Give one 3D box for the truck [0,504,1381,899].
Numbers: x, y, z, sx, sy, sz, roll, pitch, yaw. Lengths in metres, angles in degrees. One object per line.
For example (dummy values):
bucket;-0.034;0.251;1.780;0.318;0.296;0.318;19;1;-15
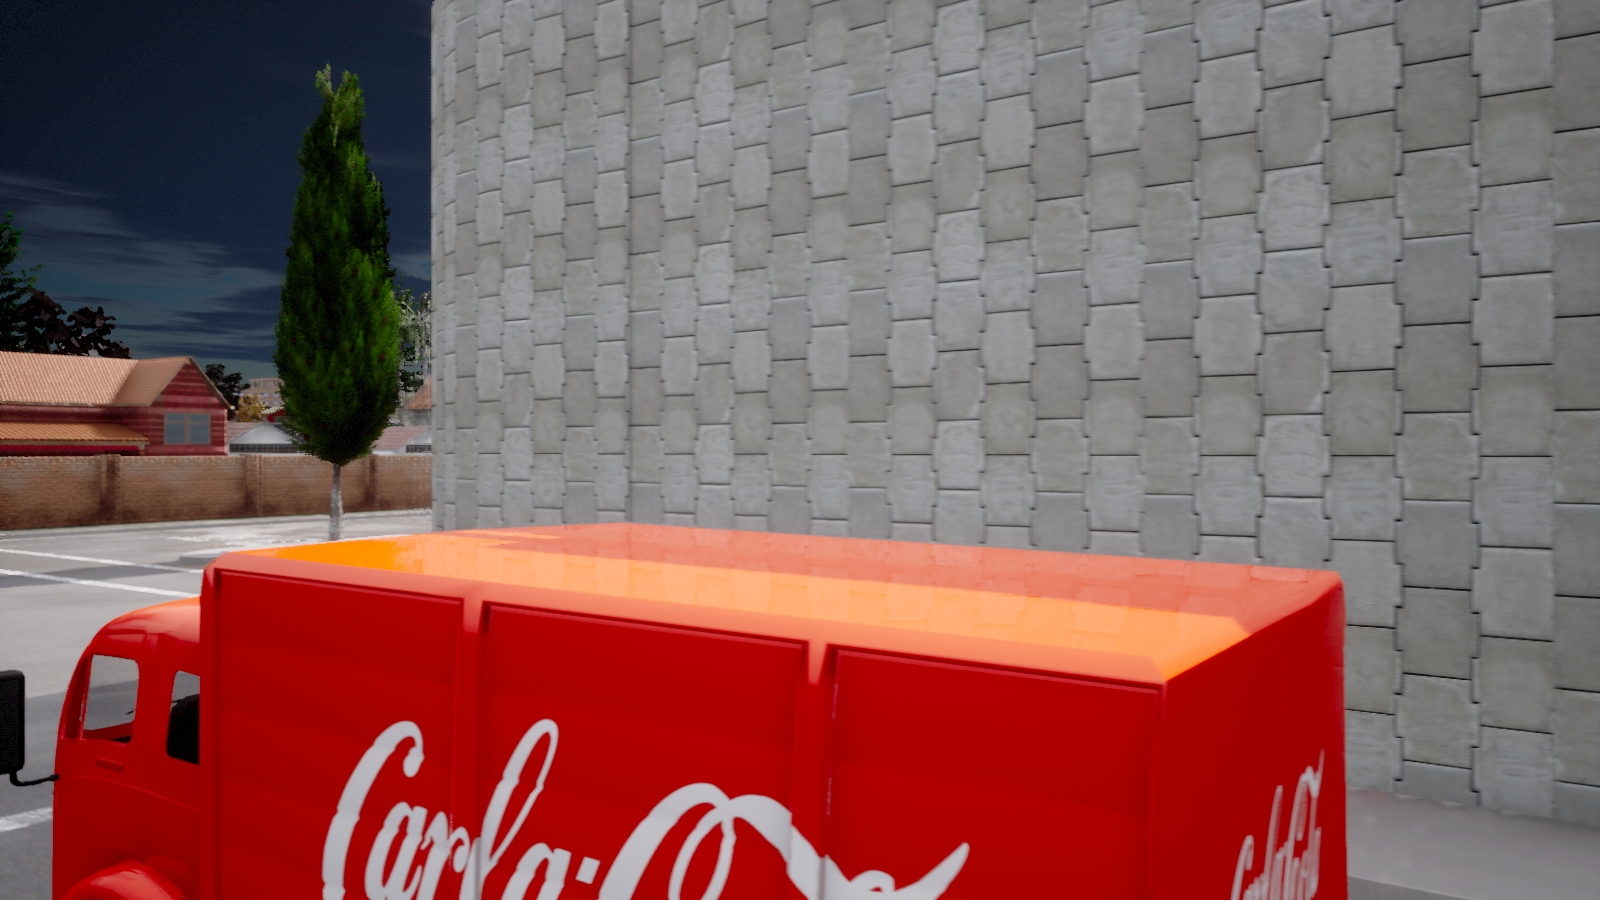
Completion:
truck;-0.867;1.572;4.390;5.204;2.467;2.627;0;0;35
